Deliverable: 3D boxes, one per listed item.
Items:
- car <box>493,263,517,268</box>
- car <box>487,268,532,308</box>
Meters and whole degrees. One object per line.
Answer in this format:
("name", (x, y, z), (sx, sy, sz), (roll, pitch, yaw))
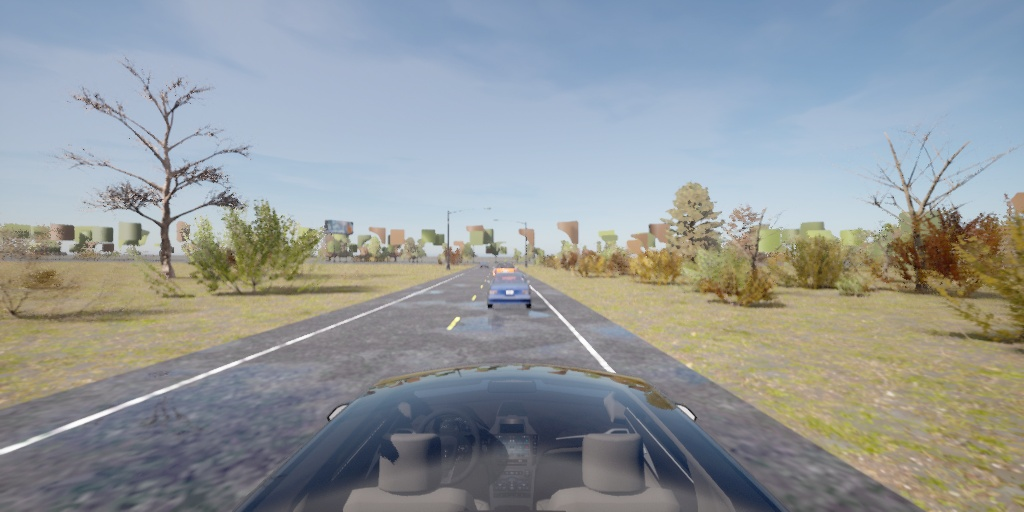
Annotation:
("car", (-0.606, 1.350, 31.019), (2.097, 1.767, 4.553), (0, -1, -2))
("car", (-0.135, 1.423, 15.909), (2.033, 1.411, 5.357), (0, 0, -1))
